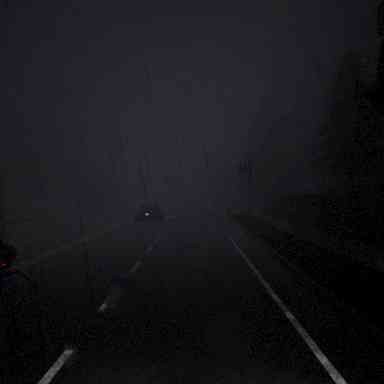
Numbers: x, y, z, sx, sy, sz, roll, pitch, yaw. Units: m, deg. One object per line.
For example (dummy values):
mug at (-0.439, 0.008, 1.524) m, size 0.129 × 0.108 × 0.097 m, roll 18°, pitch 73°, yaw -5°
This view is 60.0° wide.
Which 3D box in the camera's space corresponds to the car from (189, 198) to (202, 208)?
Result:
car at (0.497, 1.547, 47.584) m, size 2.033 × 1.411 × 5.357 m, roll 0°, pitch 0°, yaw 1°

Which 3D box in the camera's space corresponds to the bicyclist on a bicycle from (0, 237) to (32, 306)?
bicyclist on a bicycle at (-3.979, 1.455, 6.543) m, size 1.656 × 1.620 × 0.582 m, roll -2°, pitch 0°, yaw 1°

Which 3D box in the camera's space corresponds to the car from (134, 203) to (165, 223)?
car at (-3.198, 1.564, 25.713) m, size 1.994 × 1.385 × 4.181 m, roll 0°, pitch 0°, yaw 1°
